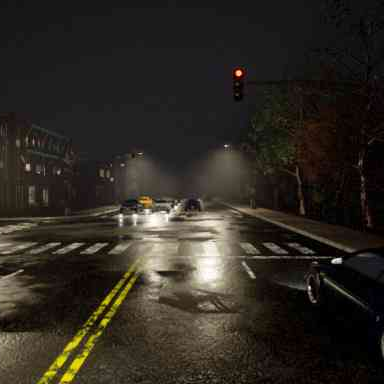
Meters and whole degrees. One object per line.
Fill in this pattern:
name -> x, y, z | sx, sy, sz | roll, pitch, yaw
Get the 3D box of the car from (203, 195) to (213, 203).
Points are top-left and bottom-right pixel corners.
car -> 3.313, 1.479, 68.382 | 2.128, 1.511, 4.902 | 0, 0, 0

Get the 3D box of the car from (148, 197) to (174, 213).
car -> -3.360, 1.522, 36.970 | 1.812, 1.442, 4.674 | 0, 0, 0

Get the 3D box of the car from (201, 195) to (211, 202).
car -> 3.204, 1.524, 78.566 | 2.033, 1.411, 5.357 | 0, 0, 0

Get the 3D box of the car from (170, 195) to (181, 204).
car -> -3.319, 1.466, 66.594 | 1.882, 1.535, 5.008 | 0, 0, 0

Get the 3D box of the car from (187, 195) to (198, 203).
car -> 0.062, 1.480, 69.030 | 2.128, 1.511, 4.902 | 0, 0, 0

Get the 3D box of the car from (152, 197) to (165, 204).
car -> -6.572, 1.590, 65.733 | 1.895, 1.301, 4.718 | 0, 0, 0

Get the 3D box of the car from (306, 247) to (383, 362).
car -> 3.335, 1.564, 5.287 | 1.994, 1.385, 4.181 | 0, 0, 1

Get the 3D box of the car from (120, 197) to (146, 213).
car -> -6.639, 1.522, 36.816 | 1.812, 1.442, 4.674 | 0, 0, 1

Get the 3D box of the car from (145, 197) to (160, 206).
car -> -6.608, 1.555, 55.811 | 1.994, 1.385, 4.181 | 0, 0, 0

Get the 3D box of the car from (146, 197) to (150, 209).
car -> -6.613, 1.472, 45.901 | 1.882, 1.535, 5.008 | 0, 0, 0

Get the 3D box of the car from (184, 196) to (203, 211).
car -> 0.073, 1.521, 39.983 | 1.812, 1.442, 4.674 | 0, 0, 0

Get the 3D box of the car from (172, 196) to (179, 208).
car -> -3.364, 1.485, 46.237 | 2.128, 1.511, 4.902 | 0, 0, 0
